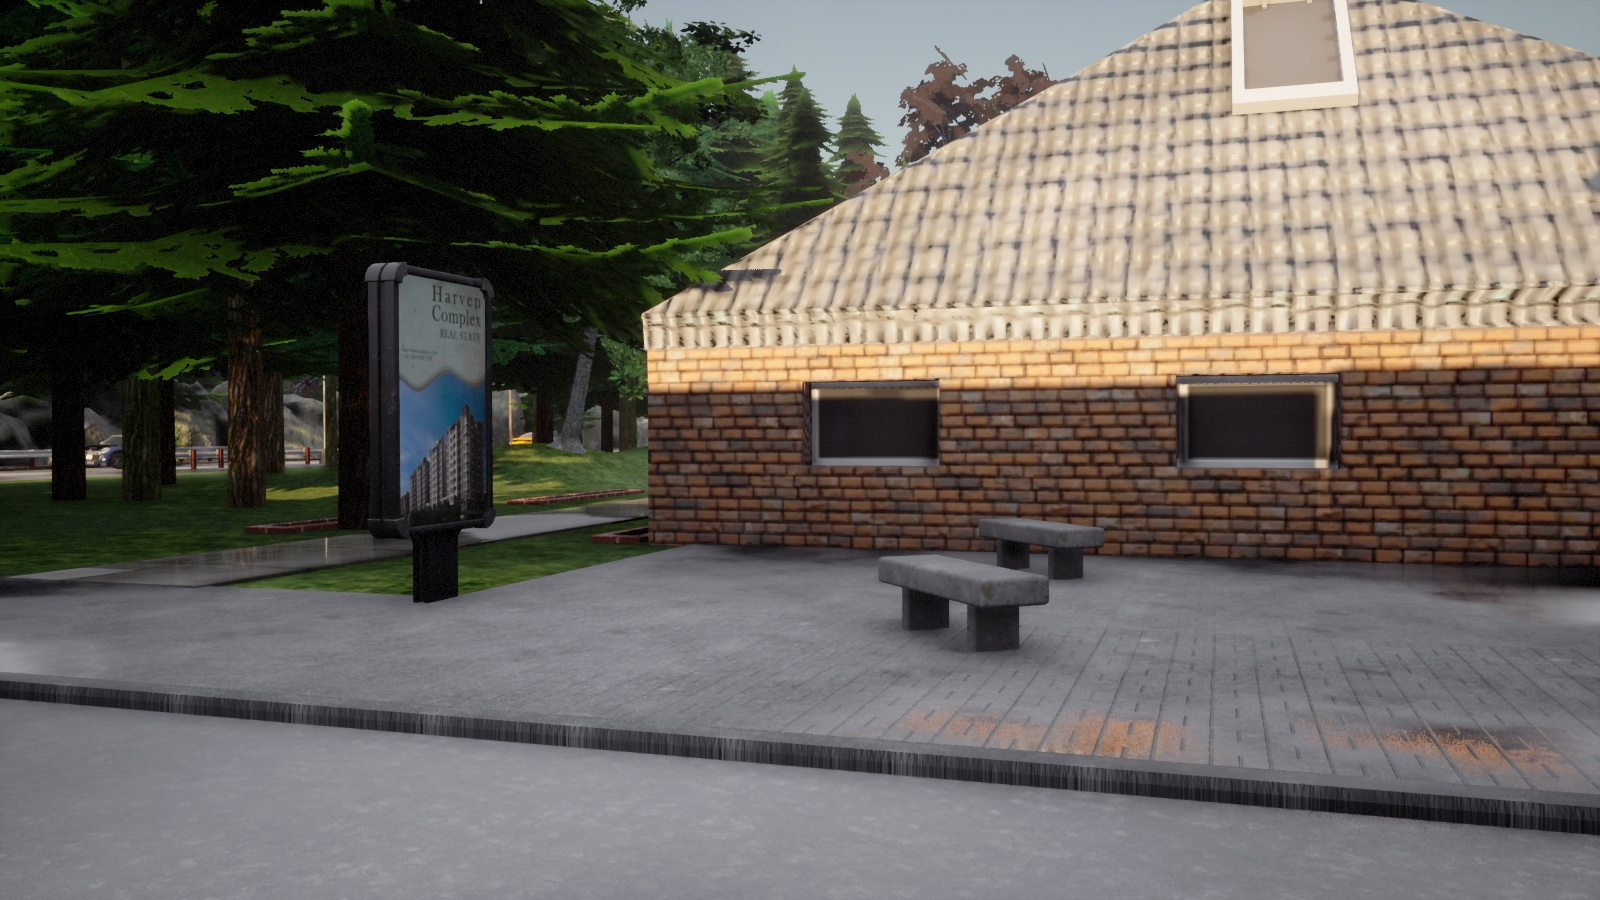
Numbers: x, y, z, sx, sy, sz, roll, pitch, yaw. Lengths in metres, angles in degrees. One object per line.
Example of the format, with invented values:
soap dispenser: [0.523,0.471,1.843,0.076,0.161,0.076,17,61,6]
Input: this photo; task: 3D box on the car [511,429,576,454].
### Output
car: [-16.535,-0.557,81.144,1.882,1.535,5.008,1,1,19]

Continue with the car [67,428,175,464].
car: [-29.530,-0.196,54.739,1.970,1.475,3.806,1,1,18]
